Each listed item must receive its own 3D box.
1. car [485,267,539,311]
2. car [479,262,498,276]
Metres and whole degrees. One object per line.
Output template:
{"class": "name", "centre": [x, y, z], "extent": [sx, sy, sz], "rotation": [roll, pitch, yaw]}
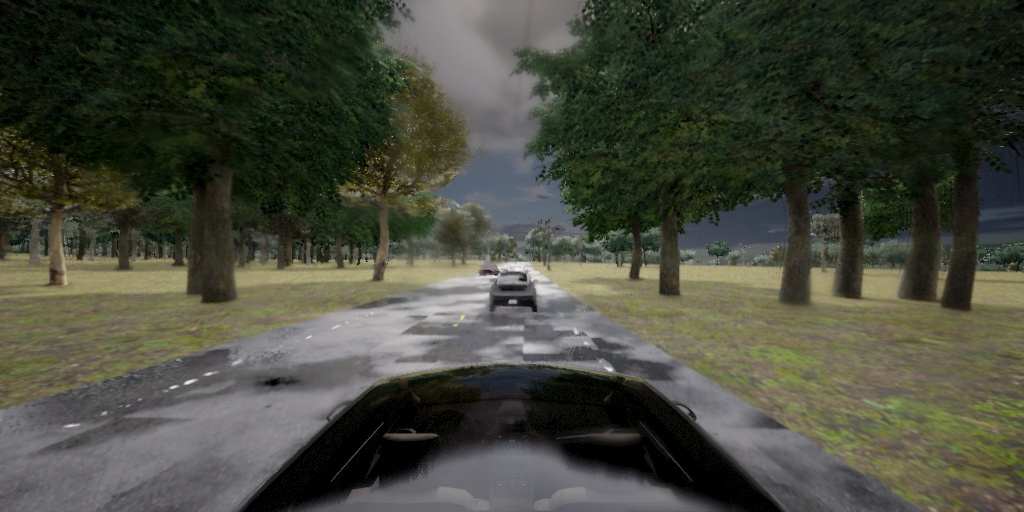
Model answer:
{"class": "car", "centre": [0.093, 1.409, 15.320], "extent": [1.837, 1.490, 4.892], "rotation": [0, 0, 1]}
{"class": "car", "centre": [-2.852, 1.611, 44.977], "extent": [2.097, 1.767, 4.553], "rotation": [0, -1, 2]}
